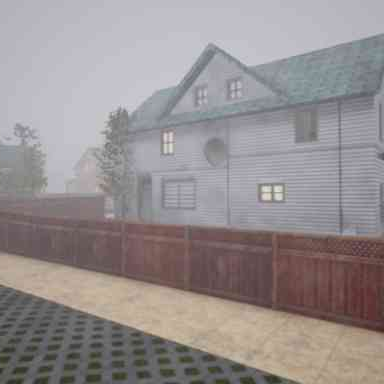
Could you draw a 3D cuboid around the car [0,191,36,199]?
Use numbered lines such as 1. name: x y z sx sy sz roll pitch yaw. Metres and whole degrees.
1. car: -14.719 0.949 25.547 2.150 2.045 5.566 -1 1 36
